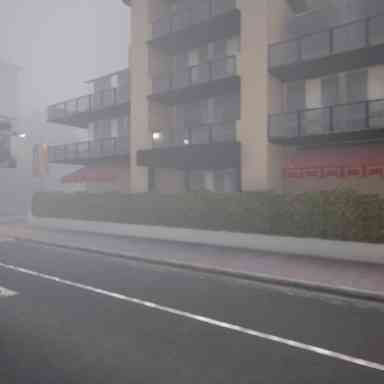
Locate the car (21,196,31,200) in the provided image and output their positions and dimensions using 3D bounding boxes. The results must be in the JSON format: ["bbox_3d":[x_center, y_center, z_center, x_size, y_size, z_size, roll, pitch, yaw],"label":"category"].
[{"bbox_3d":[-38.864,1.593,74.996,4.892,1.521,2.231,0,0,36],"label":"car"}]
